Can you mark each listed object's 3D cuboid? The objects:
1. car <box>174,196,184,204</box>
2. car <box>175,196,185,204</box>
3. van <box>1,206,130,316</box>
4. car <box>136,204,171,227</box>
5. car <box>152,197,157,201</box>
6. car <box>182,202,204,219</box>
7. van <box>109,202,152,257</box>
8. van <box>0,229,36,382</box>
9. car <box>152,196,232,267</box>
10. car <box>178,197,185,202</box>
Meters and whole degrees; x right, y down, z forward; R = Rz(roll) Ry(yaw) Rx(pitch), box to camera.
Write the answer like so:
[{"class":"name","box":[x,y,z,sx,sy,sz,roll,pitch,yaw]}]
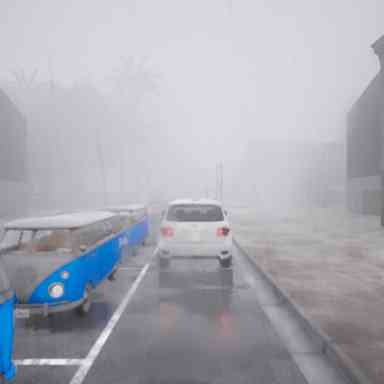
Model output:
[{"class":"car","box":[-2.625,1.648,67.232,1.967,1.590,4.097,0,0,0]},{"class":"car","box":[-2.623,1.682,72.920,1.967,1.590,4.097,0,0,0]},{"class":"van","box":[-2.637,1.352,7.227,1.690,1.788,3.998,0,0,0]},{"class":"car","box":[-2.633,1.588,23.620,2.008,1.369,4.403,0,0,0]},{"class":"car","box":[-2.632,1.363,29.084,2.192,1.841,5.009,0,0,0]},{"class":"car","box":[0.101,1.653,30.619,1.895,1.301,4.718,0,0,0]},{"class":"van","box":[-2.636,1.360,12.692,1.690,1.788,3.998,0,0,0]},{"class":"van","box":[-2.638,1.344,1.763,1.690,1.788,3.998,0,0,0]},{"class":"car","box":[0.087,1.241,11.632,2.150,2.045,5.566,0,0,0]},{"class":"car","box":[-2.621,1.900,84.297,1.802,1.307,4.206,0,0,0]}]
